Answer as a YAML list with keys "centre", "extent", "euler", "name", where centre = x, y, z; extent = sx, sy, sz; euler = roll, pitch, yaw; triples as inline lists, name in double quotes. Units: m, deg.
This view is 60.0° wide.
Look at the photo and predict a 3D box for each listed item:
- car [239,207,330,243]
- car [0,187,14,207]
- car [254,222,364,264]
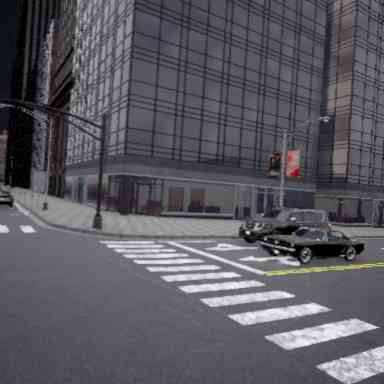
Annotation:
- centre: [5.179, 1.880, 18.111]
  extent: [5.566, 2.045, 2.150]
  euler: [5, -1, -32]
  name: "car"
- centre: [-16.584, 0.548, 28.977]
  extent: [1.947, 1.339, 4.313]
  euler: [4, 0, -32]
  name: "car"
- centre: [5.231, 2.208, 14.325]
  extent: [4.718, 1.301, 1.895]
  euler: [5, -1, -32]
  name: "car"
